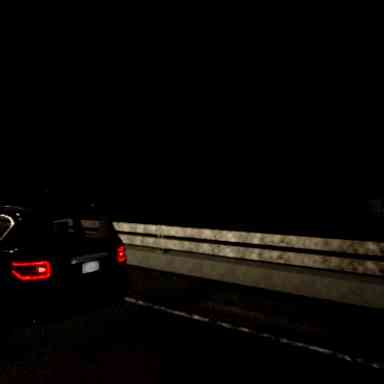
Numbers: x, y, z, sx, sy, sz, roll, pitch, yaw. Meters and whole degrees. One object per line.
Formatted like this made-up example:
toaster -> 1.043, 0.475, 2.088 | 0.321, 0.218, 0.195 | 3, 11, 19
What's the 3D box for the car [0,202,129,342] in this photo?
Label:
car -> -3.701, 1.227, 6.590 | 5.566, 2.045, 2.150 | 0, 0, 36
